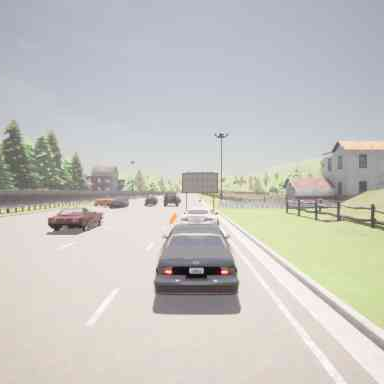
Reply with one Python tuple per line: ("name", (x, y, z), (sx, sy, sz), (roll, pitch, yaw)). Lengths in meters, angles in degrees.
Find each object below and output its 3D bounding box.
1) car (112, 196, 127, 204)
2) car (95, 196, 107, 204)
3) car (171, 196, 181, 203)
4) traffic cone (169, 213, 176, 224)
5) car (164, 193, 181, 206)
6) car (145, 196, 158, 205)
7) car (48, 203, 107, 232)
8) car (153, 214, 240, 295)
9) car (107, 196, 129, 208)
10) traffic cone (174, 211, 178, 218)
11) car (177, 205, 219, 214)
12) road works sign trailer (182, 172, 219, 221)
("car", (-13.795, 1.526, 63.764), (1.812, 1.442, 4.674), (0, 0, 0))
("car", (-13.815, 1.352, 52.806), (2.097, 1.767, 4.553), (0, 0, 0))
("car", (-3.287, 1.564, 68.600), (1.994, 1.385, 4.181), (0, 0, 0))
("traffic cone", (-1.449, 1.955, 23.203), (0.340, 0.580, 0.340), (0, 0, 0))
("car", (-3.312, 1.221, 53.385), (2.150, 2.045, 5.566), (0, 0, 0))
("car", (-6.807, 1.505, 56.572), (1.837, 1.490, 4.892), (0, 0, 0))
("car", (-6.866, 1.601, 20.229), (1.895, 1.301, 4.718), (0, 0, 0))
("car", (0.112, 1.547, 8.846), (2.033, 1.411, 5.357), (0, 0, 1))
("car", (-10.321, 1.564, 47.527), (1.994, 1.385, 4.181), (0, 0, 0))
("traffic cone", (-1.446, 1.955, 25.203), (0.340, 0.580, 0.340), (0, 0, 0))
("car", (0.466, 1.541, 18.471), (1.812, 1.442, 4.674), (-1, -1, 7))
("road works sign trailer", (0.525, 0.464, 22.084), (2.380, 3.560, 2.880), (0, 0, -3))
